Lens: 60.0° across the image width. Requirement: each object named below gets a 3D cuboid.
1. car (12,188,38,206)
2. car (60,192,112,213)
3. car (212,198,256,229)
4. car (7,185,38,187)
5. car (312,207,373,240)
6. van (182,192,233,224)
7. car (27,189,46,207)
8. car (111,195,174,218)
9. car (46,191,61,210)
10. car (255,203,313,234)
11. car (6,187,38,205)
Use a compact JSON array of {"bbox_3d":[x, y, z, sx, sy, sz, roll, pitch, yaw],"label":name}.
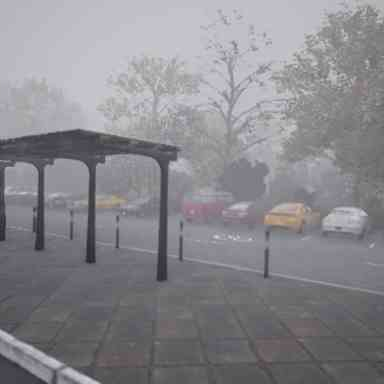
[{"bbox_3d":[-14.613,0.645,33.103,2.097,1.535,5.008,2,1,35],"label":"car"},{"bbox_3d":[-7.941,0.880,28.124,1.946,1.575,5.366,2,1,35],"label":"car"},{"bbox_3d":[3.468,1.321,20.234,2.002,1.452,4.674,2,1,35],"label":"car"},{"bbox_3d":[-19.149,0.235,36.288,2.435,2.045,5.566,2,1,35],"label":"car"},{"bbox_3d":[7.992,1.481,17.018,2.002,1.452,4.674,2,1,35],"label":"car"},{"bbox_3d":[1.283,0.975,21.935,1.878,1.987,4.442,2,1,35],"label":"van"},{"bbox_3d":[-12.351,0.726,31.496,2.231,1.521,4.892,2,1,35],"label":"car"},{"bbox_3d":[-3.328,1.072,25.036,2.163,1.488,4.792,2,1,35],"label":"car"},{"bbox_3d":[-10.078,0.833,29.907,2.163,1.488,4.792,2,1,35],"label":"car"},{"bbox_3d":[5.730,1.360,18.623,2.097,1.535,5.008,2,1,35],"label":"car"},{"bbox_3d":[-16.874,0.565,34.711,2.097,1.535,5.008,2,1,35],"label":"car"}]
